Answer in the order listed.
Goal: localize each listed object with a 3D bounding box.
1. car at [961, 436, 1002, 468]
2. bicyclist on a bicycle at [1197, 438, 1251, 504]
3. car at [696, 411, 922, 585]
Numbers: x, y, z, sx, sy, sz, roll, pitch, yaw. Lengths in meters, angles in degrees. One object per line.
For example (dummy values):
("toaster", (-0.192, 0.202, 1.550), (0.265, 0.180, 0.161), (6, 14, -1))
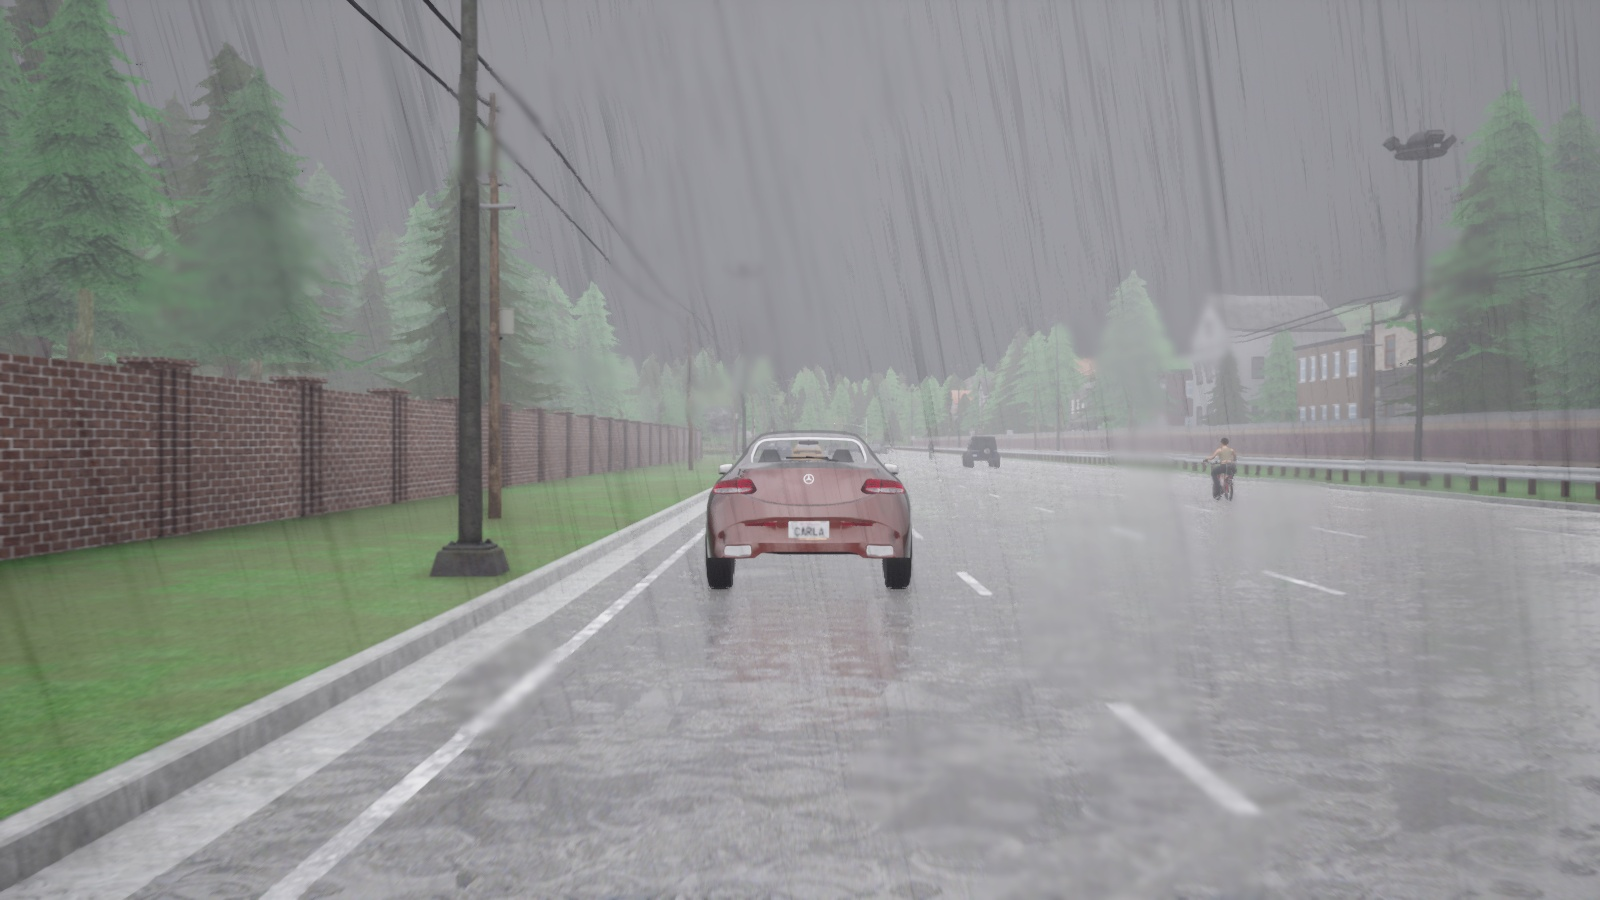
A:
("car", (10.949, 0.127, 75.961), (1.905, 1.878, 3.866), (0, 0, 0))
("bicyclist on a bicycle", (10.692, 0.515, 31.694), (0.866, 1.612, 1.509), (0, 0, 1))
("car", (0.098, 0.444, 14.505), (2.152, 1.651, 5.027), (0, 0, 0))
